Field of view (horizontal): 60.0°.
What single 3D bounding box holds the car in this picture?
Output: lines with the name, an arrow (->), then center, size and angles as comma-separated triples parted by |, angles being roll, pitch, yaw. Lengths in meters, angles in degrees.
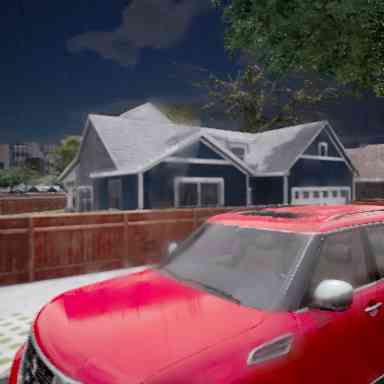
car -> 1.074, 1.212, 3.819 | 5.566, 2.045, 2.150 | 0, 0, -35
